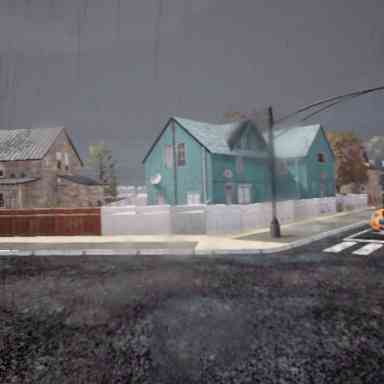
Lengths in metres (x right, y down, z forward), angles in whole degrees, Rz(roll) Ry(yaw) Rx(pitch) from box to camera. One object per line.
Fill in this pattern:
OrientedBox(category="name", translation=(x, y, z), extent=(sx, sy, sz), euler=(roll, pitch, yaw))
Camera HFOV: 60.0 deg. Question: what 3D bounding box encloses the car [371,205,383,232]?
OrientedBox(category="car", translation=(10.823, 1.081, 17.130), extent=(2.097, 1.767, 4.553), euler=(-3, -1, 42))
